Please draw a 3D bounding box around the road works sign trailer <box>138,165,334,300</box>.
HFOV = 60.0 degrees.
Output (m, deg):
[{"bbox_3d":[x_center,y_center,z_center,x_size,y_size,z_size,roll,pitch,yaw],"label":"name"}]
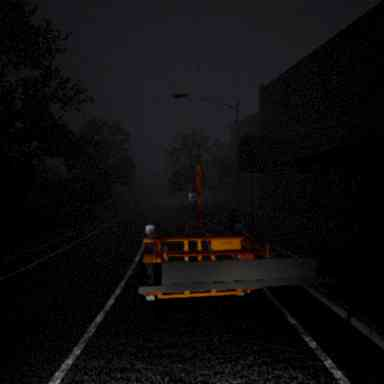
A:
[{"bbox_3d":[0.326,0.872,5.611,2.380,2.880,3.560,-1,-1,-8],"label":"road works sign trailer"}]
